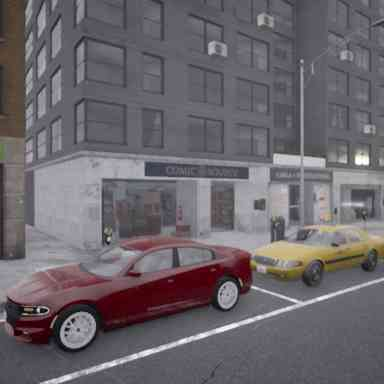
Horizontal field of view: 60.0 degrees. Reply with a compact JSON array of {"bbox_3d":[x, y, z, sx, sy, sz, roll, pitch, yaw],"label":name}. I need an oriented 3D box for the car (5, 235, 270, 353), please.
[{"bbox_3d":[-0.867,1.543,6.132,4.507,1.381,1.887,0,0,-35],"label":"car"}]

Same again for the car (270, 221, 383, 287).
[{"bbox_3d":[3.626,1.520,9.302,4.829,1.417,1.752,0,0,-35],"label":"car"}]
